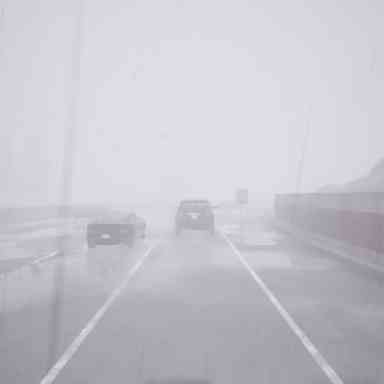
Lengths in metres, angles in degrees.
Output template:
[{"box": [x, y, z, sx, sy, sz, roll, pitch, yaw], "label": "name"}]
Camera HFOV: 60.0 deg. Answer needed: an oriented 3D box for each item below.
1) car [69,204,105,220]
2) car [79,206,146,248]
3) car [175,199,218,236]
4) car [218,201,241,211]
[{"box": [-8.919, 1.808, 30.477, 2.033, 1.411, 5.357, 0, -1, 16], "label": "car"}, {"box": [-3.342, 1.614, 15.500, 1.882, 1.535, 5.008, 0, -1, 1], "label": "car"}, {"box": [0.283, 1.410, 19.760, 2.150, 2.045, 5.566, 0, 0, 4], "label": "car"}, {"box": [5.448, 1.990, 48.663, 1.812, 1.442, 4.674, -1, -1, 44], "label": "car"}]
